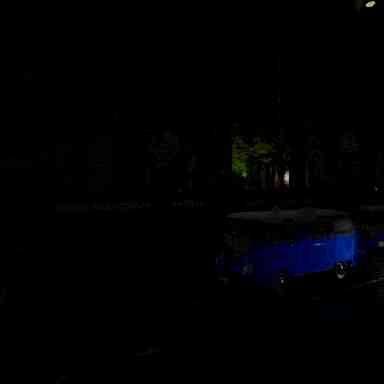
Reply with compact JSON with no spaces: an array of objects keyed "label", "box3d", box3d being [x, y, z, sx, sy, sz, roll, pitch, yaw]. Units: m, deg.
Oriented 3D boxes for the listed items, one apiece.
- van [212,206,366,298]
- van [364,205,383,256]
[{"label":"van","box3d":[2.368,1.340,8.234,3.998,1.788,1.690,0,0,-36]},{"label":"van","box3d":[6.970,1.338,11.525,3.998,1.788,1.690,0,0,-36]}]
